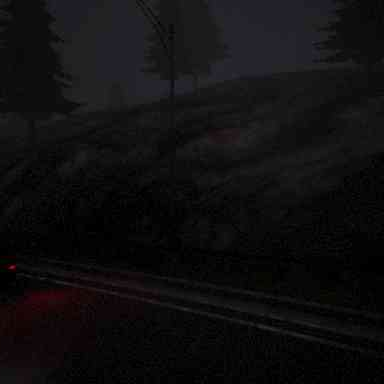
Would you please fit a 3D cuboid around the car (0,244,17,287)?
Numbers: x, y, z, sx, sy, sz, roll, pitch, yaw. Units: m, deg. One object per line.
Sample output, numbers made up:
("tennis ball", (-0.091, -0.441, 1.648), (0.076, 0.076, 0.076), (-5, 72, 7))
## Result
("car", (-5.967, 1.477, 7.478), (4.674, 1.442, 1.812), (0, 1, 27))
